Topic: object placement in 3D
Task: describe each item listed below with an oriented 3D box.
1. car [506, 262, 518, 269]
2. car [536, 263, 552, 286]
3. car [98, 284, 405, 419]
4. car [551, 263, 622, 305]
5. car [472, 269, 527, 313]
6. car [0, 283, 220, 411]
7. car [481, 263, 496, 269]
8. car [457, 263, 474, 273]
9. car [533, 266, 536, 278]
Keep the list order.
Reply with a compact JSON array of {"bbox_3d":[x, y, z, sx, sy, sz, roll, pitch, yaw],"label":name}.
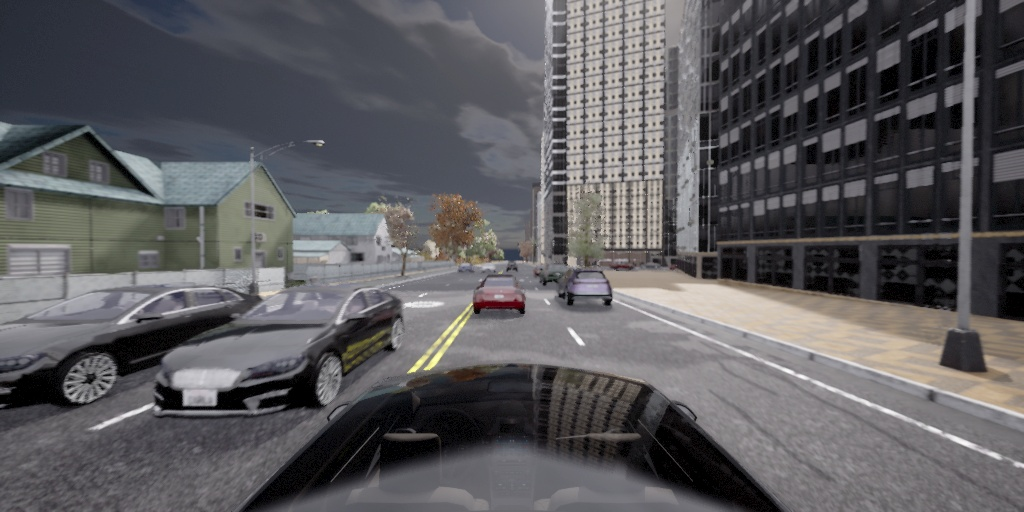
[{"bbox_3d":[0.028,1.711,56.275,1.837,1.490,4.892,0,-1,1],"label":"car"},{"bbox_3d":[3.248,1.310,27.698,2.097,1.767,4.553,0,0,0],"label":"car"},{"bbox_3d":[-3.349,1.277,6.302,2.128,1.511,4.902,0,0,0],"label":"car"},{"bbox_3d":[3.249,1.299,16.724,2.033,1.649,4.856,0,0,0],"label":"car"},{"bbox_3d":[-0.431,1.416,14.665,1.994,1.385,4.181,0,0,0],"label":"car"},{"bbox_3d":[-6.598,1.277,6.338,2.128,1.511,4.902,0,0,0],"label":"car"},{"bbox_3d":[-3.316,1.686,51.180,1.812,1.442,4.674,0,-1,0],"label":"car"},{"bbox_3d":[-6.565,1.687,51.182,1.812,1.442,4.674,0,-1,0],"label":"car"},{"bbox_3d":[3.248,1.652,38.760,1.895,1.301,4.718,0,0,0],"label":"car"}]
